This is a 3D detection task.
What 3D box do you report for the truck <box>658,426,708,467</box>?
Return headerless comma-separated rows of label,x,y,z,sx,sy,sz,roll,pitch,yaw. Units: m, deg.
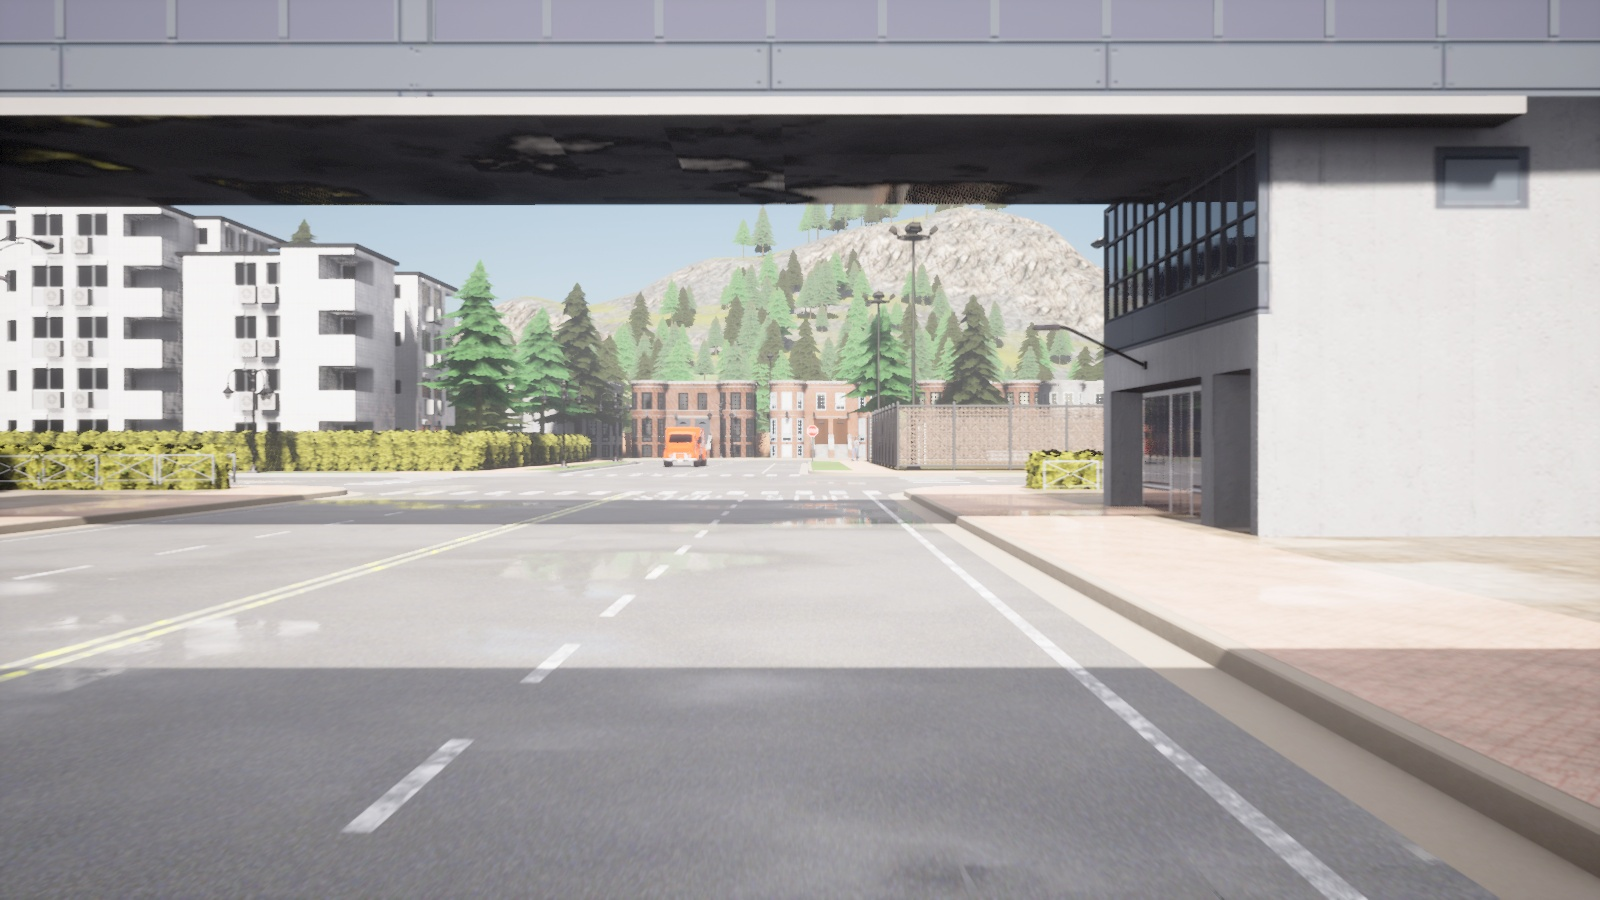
truck,-7.197,-0.204,77.837,2.627,2.467,5.204,0,0,0
